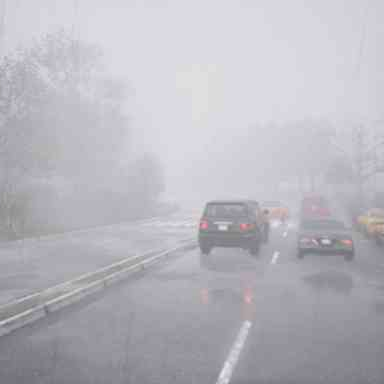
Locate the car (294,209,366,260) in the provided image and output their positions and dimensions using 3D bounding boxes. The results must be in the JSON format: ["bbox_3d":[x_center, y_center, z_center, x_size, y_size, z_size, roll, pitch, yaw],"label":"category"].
[{"bbox_3d":[4.971,1.604,12.787,2.033,1.411,5.357,-1,0,18],"label":"car"}]

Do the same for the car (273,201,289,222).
[{"bbox_3d":[6.951,1.511,28.142,2.097,1.767,4.553,-1,-1,22],"label":"car"}]

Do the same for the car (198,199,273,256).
[{"bbox_3d":[1.898,1.316,13.858,2.150,2.045,5.566,-1,0,18],"label":"car"}]

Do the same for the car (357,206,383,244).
[{"bbox_3d":[10.063,1.525,17.906,1.946,1.575,5.366,-1,-1,18],"label":"car"}]

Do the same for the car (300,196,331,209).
[{"bbox_3d":[9.956,1.346,26.915,2.150,2.045,5.566,-1,0,22],"label":"car"}]
